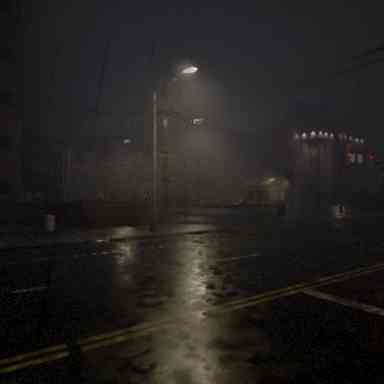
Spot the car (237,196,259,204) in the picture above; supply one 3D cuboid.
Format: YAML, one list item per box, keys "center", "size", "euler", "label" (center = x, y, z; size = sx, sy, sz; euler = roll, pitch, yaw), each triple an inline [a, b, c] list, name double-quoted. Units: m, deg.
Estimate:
- center: [10.548, 1.533, 62.931]
  size: [3.806, 1.475, 1.970]
  euler: [0, 0, -36]
  label: "car"

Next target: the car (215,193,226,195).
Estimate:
- center: [7.643, 1.479, 67.075]
  size: [4.786, 1.482, 2.161]
  euler: [0, 0, -36]
  label: "car"

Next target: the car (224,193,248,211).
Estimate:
- center: [6.545, 1.305, 39.869]
  size: [4.553, 1.767, 2.185]
  euler: [0, 0, -36]
  label: "car"

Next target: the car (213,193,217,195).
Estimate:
- center: [5.444, 1.308, 69.797]
  size: [5.566, 2.045, 2.435]
  euler: [0, 0, -36]
  label: "car"

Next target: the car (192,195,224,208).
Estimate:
- center: [2.069, 1.456, 46.009]
  size: [4.193, 1.474, 1.816]
  euler: [0, 0, -36]
  label: "car"
